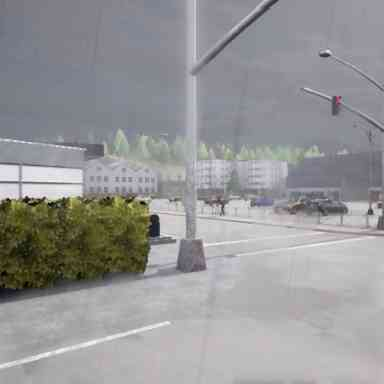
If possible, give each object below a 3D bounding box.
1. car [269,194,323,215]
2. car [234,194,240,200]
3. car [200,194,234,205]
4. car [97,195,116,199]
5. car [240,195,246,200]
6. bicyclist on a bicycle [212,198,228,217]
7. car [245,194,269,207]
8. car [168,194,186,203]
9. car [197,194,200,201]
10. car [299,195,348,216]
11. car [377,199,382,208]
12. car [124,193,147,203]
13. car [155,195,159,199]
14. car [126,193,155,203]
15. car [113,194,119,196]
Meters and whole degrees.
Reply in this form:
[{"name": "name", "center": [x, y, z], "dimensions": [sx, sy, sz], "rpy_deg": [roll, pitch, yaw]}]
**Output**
[{"name": "car", "center": [10.286, 1.330, 32.485], "dimensions": [5.027, 1.636, 2.152], "rpy_deg": [0, 0, -35]}, {"name": "car", "center": [9.691, 1.232, 77.884], "dimensions": [3.806, 1.475, 1.970], "rpy_deg": [0, 0, -35]}, {"name": "car", "center": [4.119, 1.298, 54.811], "dimensions": [4.514, 1.523, 2.007], "rpy_deg": [0, 0, -35]}, {"name": "car", "center": [-11.399, 1.505, 41.331], "dimensions": [1.837, 1.490, 4.892], "rpy_deg": [0, 0, -35]}, {"name": "car", "center": [13.628, 1.154, 72.806], "dimensions": [5.027, 1.636, 2.152], "rpy_deg": [0, 0, -35]}, {"name": "bicyclist on a bicycle", "center": [2.365, 1.301, 28.018], "dimensions": [1.656, 1.620, 0.582], "rpy_deg": [0, 0, -35]}, {"name": "car", "center": [9.802, 1.320, 46.591], "dimensions": [3.633, 1.501, 1.845], "rpy_deg": [0, 0, -35]}, {"name": "car", "center": [-2.425, 1.097, 65.434], "dimensions": [4.605, 1.855, 1.932], "rpy_deg": [0, 0, -35]}, {"name": "car", "center": [1.814, 1.298, 76.855], "dimensions": [4.514, 1.523, 2.007], "rpy_deg": [0, 0, -35]}, {"name": "car", "center": [12.124, 1.340, 29.942], "dimensions": [4.514, 1.523, 2.007], "rpy_deg": [0, 0, -35]}, {"name": "car", "center": [25.679, 1.384, 43.044], "dimensions": [3.806, 1.475, 1.970], "rpy_deg": [0, 0, -35]}, {"name": "car", "center": [-10.758, 1.077, 63.628], "dimensions": [3.866, 1.878, 1.905], "rpy_deg": [0, 0, -35]}, {"name": "car", "center": [-11.327, 1.286, 90.768], "dimensions": [5.008, 1.535, 1.882], "rpy_deg": [0, 0, -35]}, {"name": "car", "center": [-9.357, 1.361, 60.551], "dimensions": [3.806, 1.475, 1.970], "rpy_deg": [0, 0, -35]}, {"name": "car", "center": [-19.743, 1.334, 84.931], "dimensions": [4.902, 1.511, 2.128], "rpy_deg": [0, 0, -35]}]
